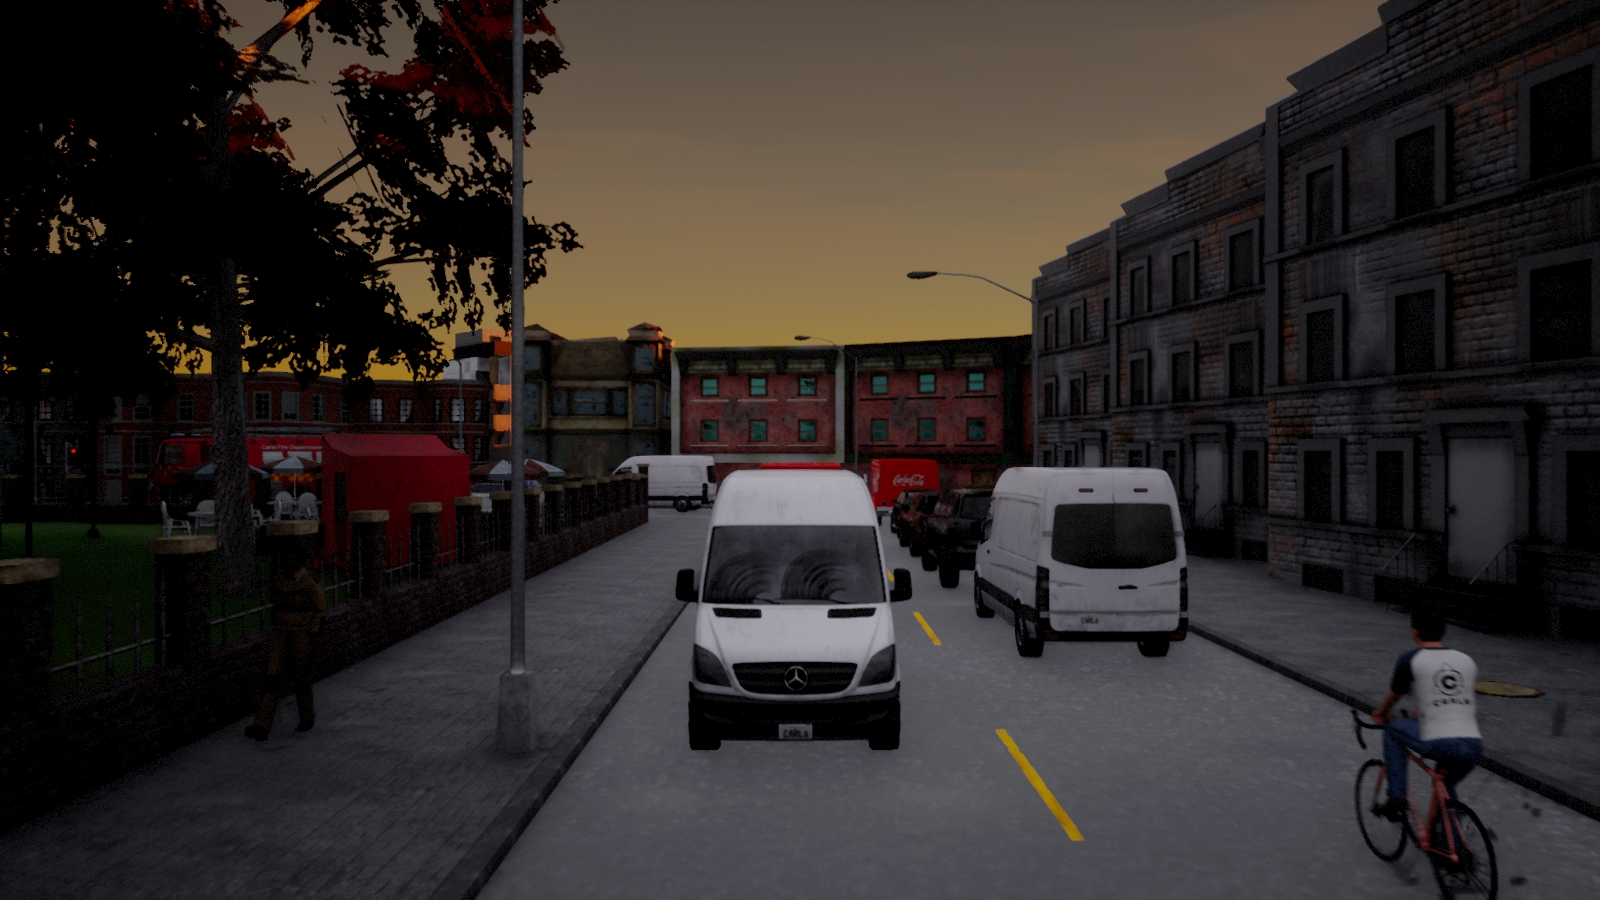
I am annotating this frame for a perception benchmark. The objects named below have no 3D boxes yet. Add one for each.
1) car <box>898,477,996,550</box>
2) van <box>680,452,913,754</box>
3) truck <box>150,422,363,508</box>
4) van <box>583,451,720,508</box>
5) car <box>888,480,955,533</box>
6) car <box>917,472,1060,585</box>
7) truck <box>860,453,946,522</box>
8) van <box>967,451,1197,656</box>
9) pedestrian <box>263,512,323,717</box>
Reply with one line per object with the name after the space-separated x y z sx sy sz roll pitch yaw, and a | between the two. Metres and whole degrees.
3.956 1.685 31.507 2.097 1.767 4.553 0 0 0 | car
-0.061 1.314 12.718 1.988 2.561 5.915 0 0 -1 | van
-24.972 0.670 52.758 8.468 3.827 2.891 0 0 -1 | truck
-6.822 1.315 52.642 5.915 2.561 1.988 0 0 10 | van
3.904 1.806 37.306 1.789 1.549 3.705 0 0 0 | car
3.909 1.559 24.712 2.150 2.045 5.566 0 0 0 | car
3.833 1.349 43.674 2.627 2.467 5.204 0 0 -2 | truck
3.968 1.312 17.287 1.988 2.561 5.915 0 0 0 | van
-4.751 1.525 10.720 0.375 1.860 0.375 0 0 7 | pedestrian
